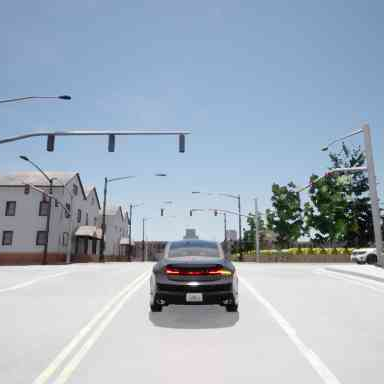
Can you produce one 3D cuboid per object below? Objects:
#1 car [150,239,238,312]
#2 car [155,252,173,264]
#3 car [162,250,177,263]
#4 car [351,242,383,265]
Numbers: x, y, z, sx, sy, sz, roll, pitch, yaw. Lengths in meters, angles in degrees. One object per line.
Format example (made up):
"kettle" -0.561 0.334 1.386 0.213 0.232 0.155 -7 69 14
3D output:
"car" 0.045 1.985 8.588 1.837 1.490 4.892 0 -7 0
"car" -3.734 8.984 45.166 2.128 1.511 4.902 0 -12 0
"car" -3.753 10.884 55.681 2.150 2.045 5.566 0 -12 0
"car" 16.795 5.314 28.831 5.566 2.045 2.150 0 -12 1
